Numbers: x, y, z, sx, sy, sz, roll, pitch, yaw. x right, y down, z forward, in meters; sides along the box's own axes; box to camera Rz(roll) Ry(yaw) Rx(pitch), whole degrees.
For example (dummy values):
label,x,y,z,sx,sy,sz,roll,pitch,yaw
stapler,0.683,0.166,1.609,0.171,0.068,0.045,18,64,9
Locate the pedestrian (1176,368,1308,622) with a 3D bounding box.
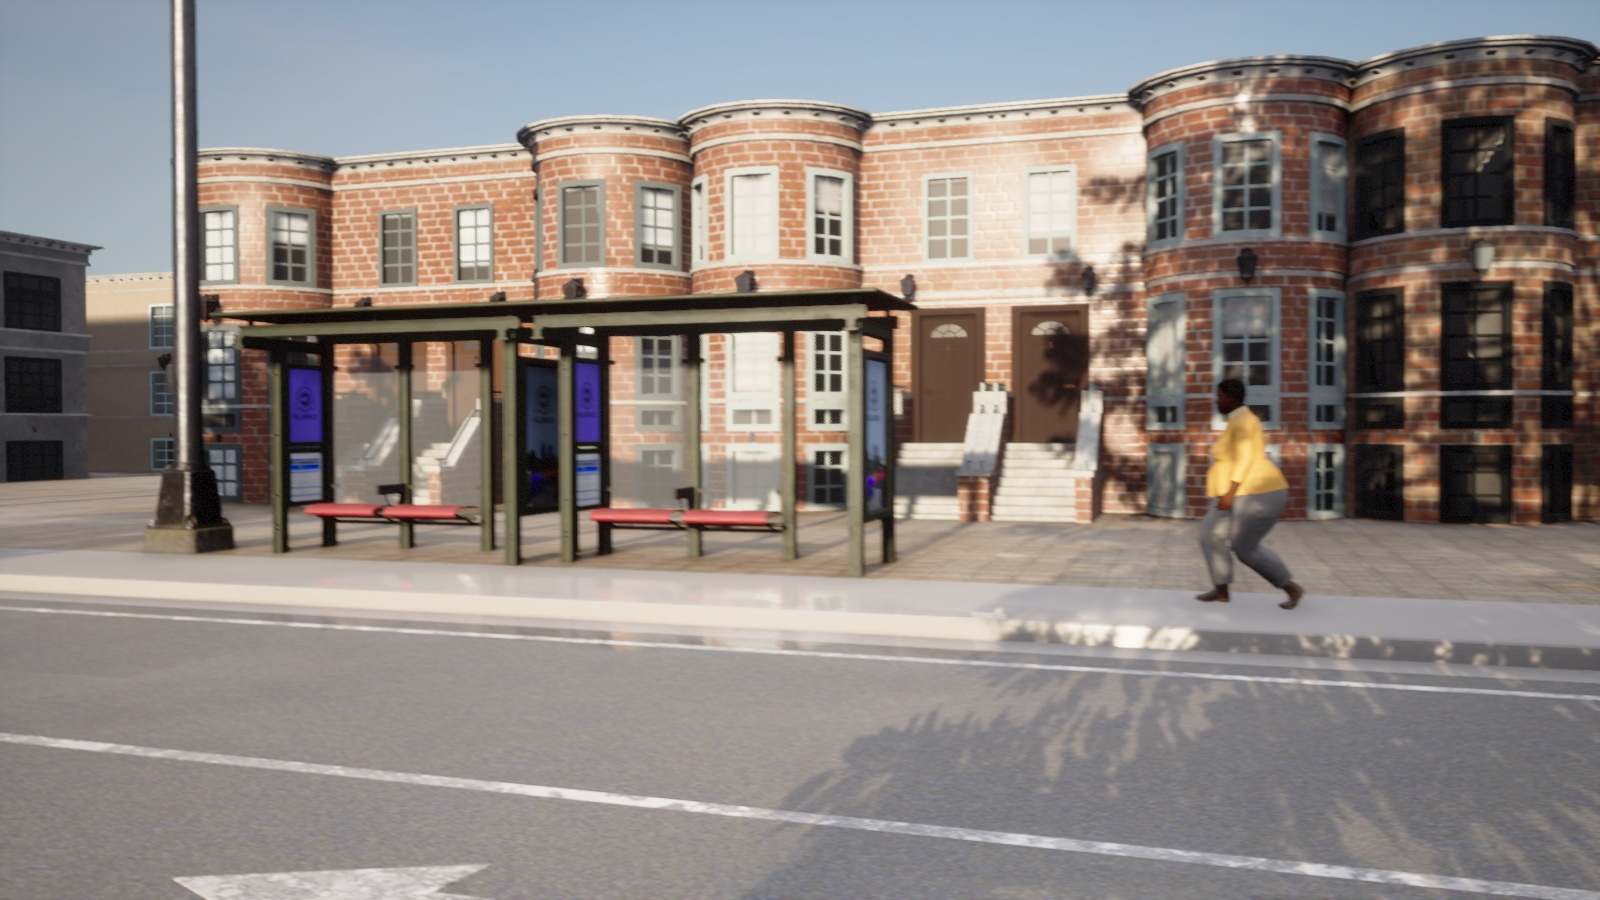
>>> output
label,x,y,z,sx,sy,sz,roll,pitch,yaw
pedestrian,3.401,0.316,9.720,0.900,1.855,0.874,1,1,18
